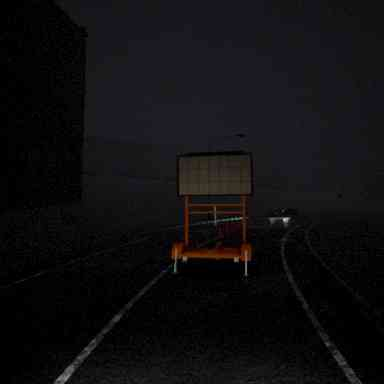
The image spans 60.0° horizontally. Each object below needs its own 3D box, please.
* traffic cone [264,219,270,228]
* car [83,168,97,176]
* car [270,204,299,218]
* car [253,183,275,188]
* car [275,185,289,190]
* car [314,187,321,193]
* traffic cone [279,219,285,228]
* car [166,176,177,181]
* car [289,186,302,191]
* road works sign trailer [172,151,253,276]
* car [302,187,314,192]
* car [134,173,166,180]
[{"bbox_3d":[5.127,2.159,22.807,0.340,0.580,0.340,-2,-1,17],"label":"traffic cone"},{"bbox_3d":[-16.696,-2.866,50.422,4.553,1.767,2.185,2,-5,-33],"label":"car"},{"bbox_3d":[10.551,2.112,37.737,1.812,1.442,4.674,-4,-3,40],"label":"car"},{"bbox_3d":[15.080,-1.091,72.600,4.792,1.488,2.163,3,-6,-38],"label":"car"},{"bbox_3d":[19.352,-0.811,76.084,4.674,1.452,2.002,4,-6,-39],"label":"car"},{"bbox_3d":[31.787,-0.179,87.166,5.566,2.045,2.435,5,-6,-43],"label":"car"},{"bbox_3d":[6.083,2.130,22.523,0.340,0.580,0.340,-2,-1,17],"label":"traffic cone"},{"bbox_3d":[-2.930,-2.136,59.420,4.892,1.521,2.231,3,-5,-33],"label":"car"},{"bbox_3d":[23.473,-0.576,79.599,4.892,1.521,2.231,4,-6,-40],"label":"car"},{"bbox_3d":[0.756,0.525,10.657,2.380,3.560,2.880,-1,-1,12],"label":"road works sign trailer"},{"bbox_3d":[27.674,-0.391,83.354,4.553,1.767,2.185,4,-6,-42],"label":"car"},{"bbox_3d":[-7.543,-2.347,56.396,4.892,1.521,2.231,2,-5,-33],"label":"car"}]
